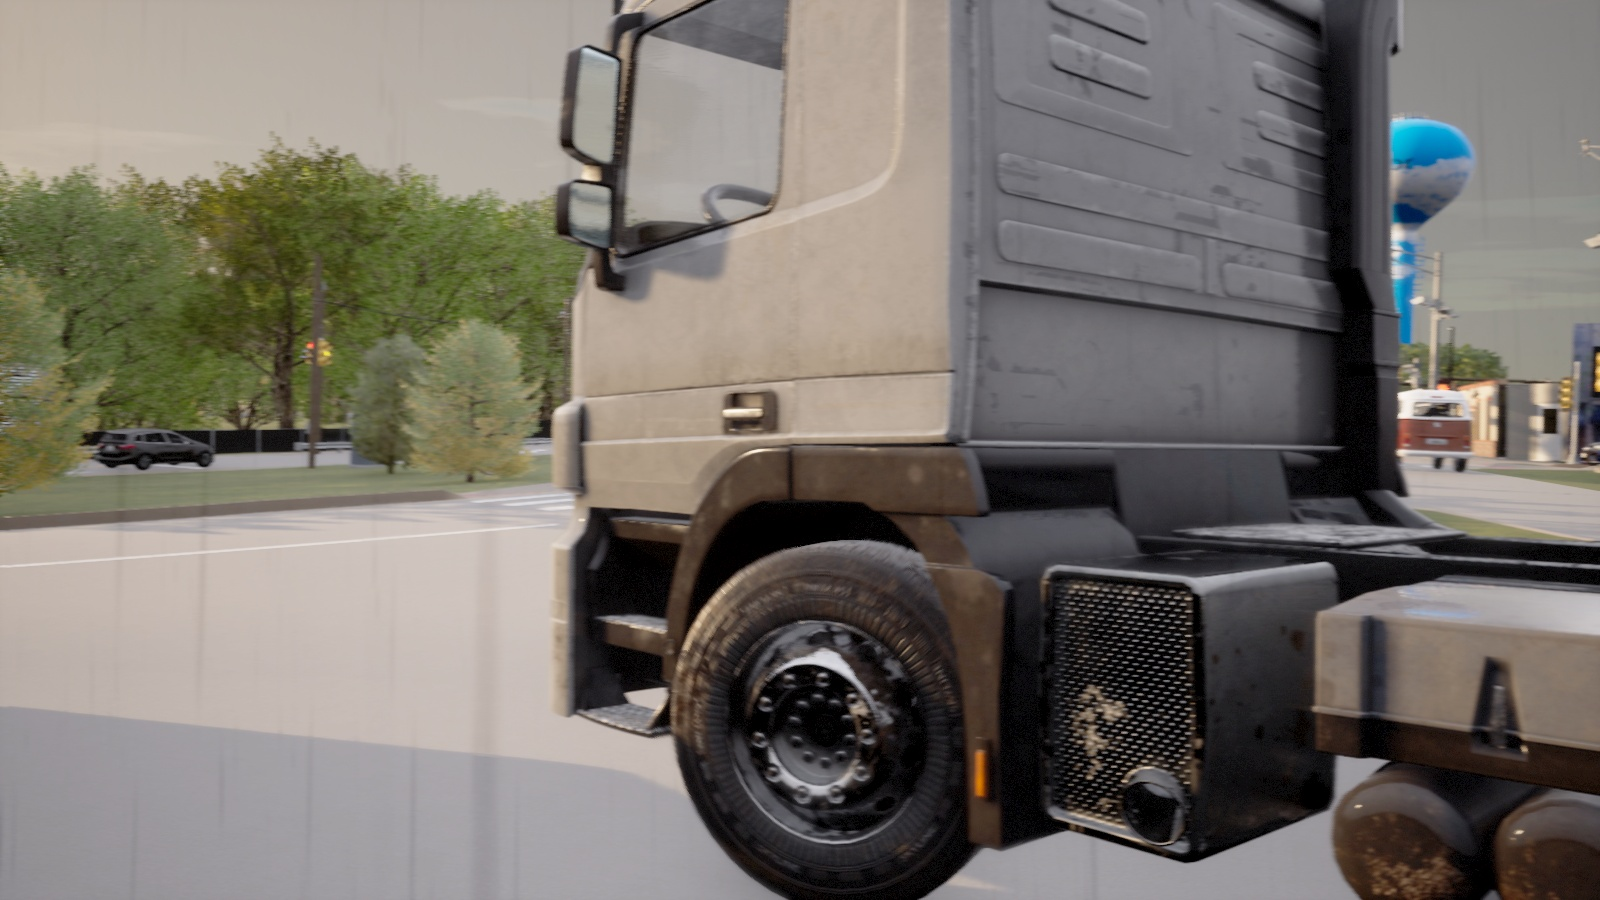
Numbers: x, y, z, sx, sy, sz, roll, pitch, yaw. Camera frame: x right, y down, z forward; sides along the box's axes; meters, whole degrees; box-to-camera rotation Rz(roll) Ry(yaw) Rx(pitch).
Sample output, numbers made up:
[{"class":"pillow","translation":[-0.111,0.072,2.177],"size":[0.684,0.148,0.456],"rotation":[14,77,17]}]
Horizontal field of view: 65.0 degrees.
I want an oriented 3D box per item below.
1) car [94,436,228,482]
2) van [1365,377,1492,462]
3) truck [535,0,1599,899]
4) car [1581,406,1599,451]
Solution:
[{"class":"car","translation":[-26.916,0.327,53.079],"size":[2.242,1.667,4.611],"rotation":[2,3,25]},{"class":"van","translation":[16.285,-0.804,32.788],"size":[2.069,2.038,4.480],"rotation":[1,2,15]},{"class":"truck","translation":[2.660,-0.311,3.046],"size":[2.891,3.462,7.936],"rotation":[-1,0,-42]},{"class":"car","translation":[31.583,-0.718,45.645],"size":[5.027,1.651,2.152],"rotation":[2,1,20]}]
